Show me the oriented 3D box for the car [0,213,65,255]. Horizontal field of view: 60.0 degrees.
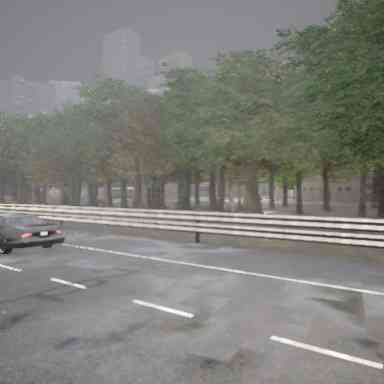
[{"bbox_3d":[-7.368,1.552,13.426,5.357,1.411,2.033,0,0,36],"label":"car"}]
